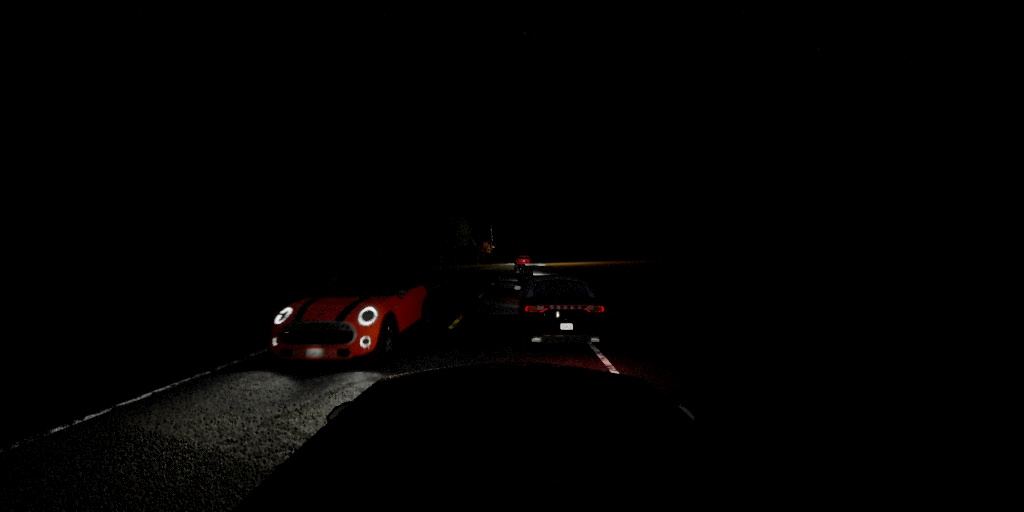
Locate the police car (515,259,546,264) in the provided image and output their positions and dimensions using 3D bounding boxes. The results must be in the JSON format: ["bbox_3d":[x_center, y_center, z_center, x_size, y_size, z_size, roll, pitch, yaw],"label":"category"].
[{"bbox_3d":[1.268,1.176,19.566,1.930,1.638,5.238,0,0,1],"label":"police car"}]

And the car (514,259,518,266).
[{"bbox_3d":[1.298,1.344,46.787,1.895,1.301,4.718,0,0,4],"label":"car"}]

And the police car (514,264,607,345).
[{"bbox_3d":[1.097,1.175,9.601,1.930,1.638,5.238,0,0,1],"label":"police car"}]

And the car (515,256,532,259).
[{"bbox_3d":[2.087,0.956,59.913,2.150,2.045,5.566,0,0,4],"label":"car"}]

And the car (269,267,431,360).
[{"bbox_3d":[-3.429,1.102,8.519,2.097,1.767,4.553,0,0,1],"label":"car"}]
